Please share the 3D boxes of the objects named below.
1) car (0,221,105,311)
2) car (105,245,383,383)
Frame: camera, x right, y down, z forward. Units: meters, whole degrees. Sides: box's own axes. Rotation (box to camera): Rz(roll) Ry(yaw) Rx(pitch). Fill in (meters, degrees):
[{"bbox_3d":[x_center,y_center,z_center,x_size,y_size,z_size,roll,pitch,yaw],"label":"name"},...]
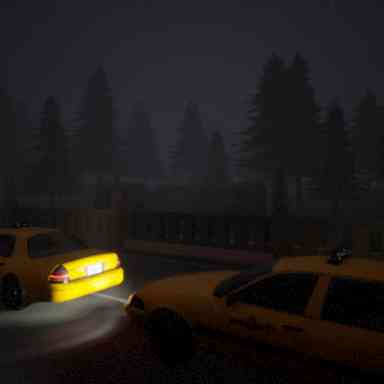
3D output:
[{"bbox_3d":[-4.047,1.450,7.669,5.366,1.575,1.801,0,0,31],"label":"car"},{"bbox_3d":[1.485,1.447,4.106,5.366,1.575,1.801,0,0,35],"label":"car"}]
